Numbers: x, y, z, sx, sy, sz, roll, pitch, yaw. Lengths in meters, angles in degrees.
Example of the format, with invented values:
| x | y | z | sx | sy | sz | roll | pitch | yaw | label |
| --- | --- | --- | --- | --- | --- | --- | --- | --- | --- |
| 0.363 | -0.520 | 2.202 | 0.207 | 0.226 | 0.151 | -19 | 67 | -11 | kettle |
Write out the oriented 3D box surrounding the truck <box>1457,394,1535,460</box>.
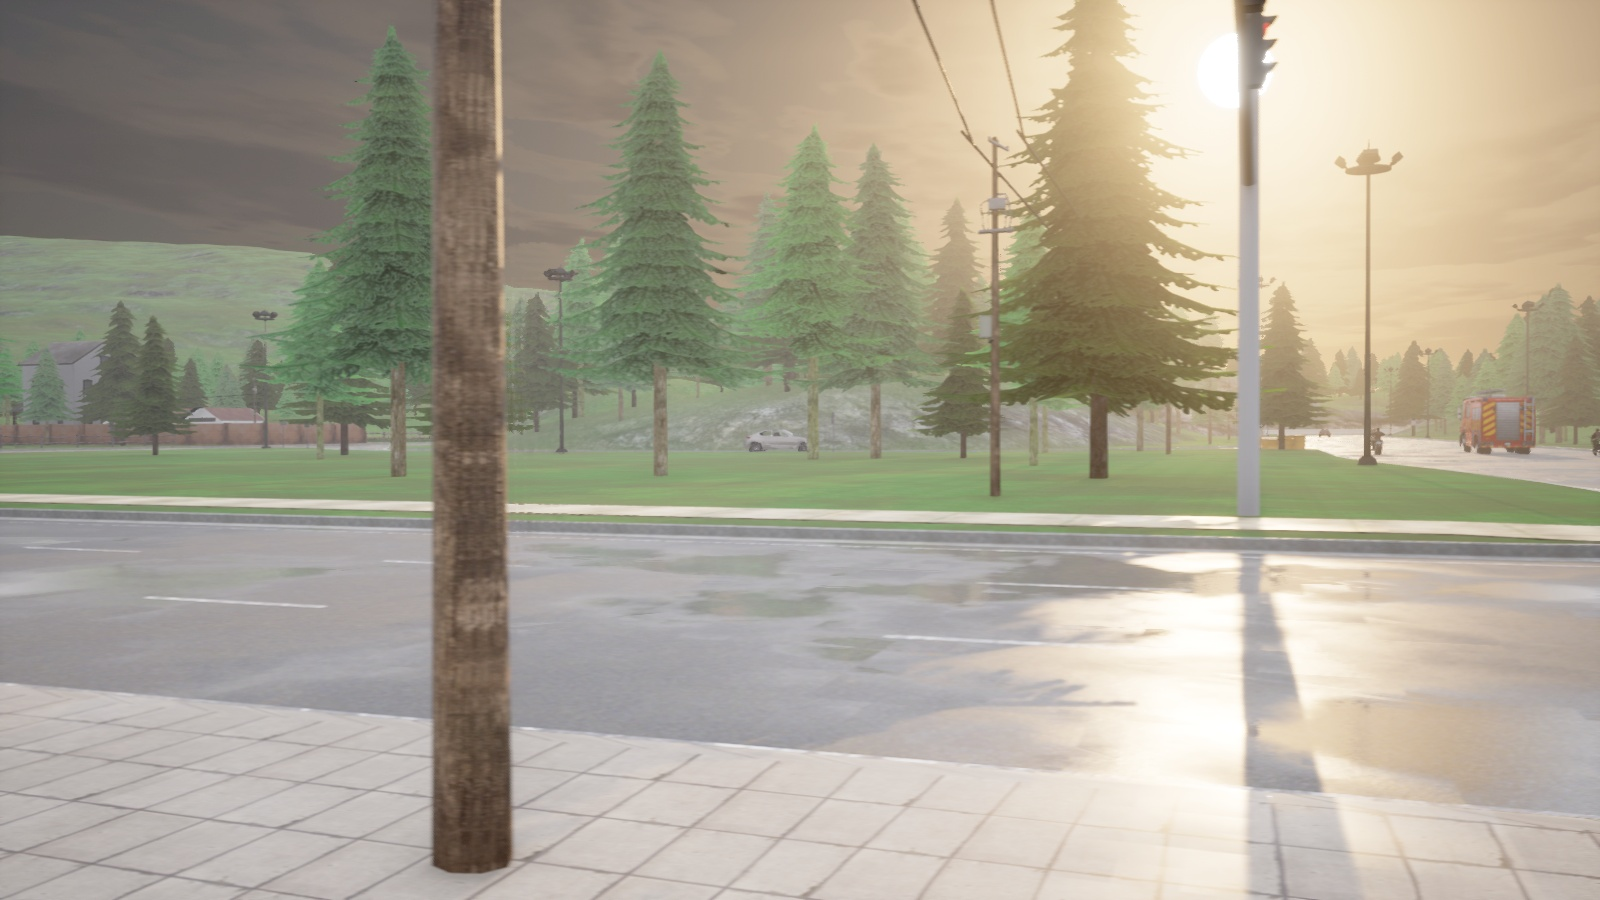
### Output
| x | y | z | sx | sy | sz | roll | pitch | yaw | label |
| --- | --- | --- | --- | --- | --- | --- | --- | --- | --- |
| 42.617 | -1.408 | 77.155 | 2.891 | 3.827 | 8.468 | 1 | 1 | 20 | truck |

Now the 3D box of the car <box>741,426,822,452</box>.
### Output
| x | y | z | sx | sy | sz | roll | pitch | yaw | label |
| --- | --- | --- | --- | --- | --- | --- | --- | --- | --- |
| -1.226 | -0.735 | 83.629 | 5.027 | 1.651 | 2.152 | 0 | 1 | 11 | car |
